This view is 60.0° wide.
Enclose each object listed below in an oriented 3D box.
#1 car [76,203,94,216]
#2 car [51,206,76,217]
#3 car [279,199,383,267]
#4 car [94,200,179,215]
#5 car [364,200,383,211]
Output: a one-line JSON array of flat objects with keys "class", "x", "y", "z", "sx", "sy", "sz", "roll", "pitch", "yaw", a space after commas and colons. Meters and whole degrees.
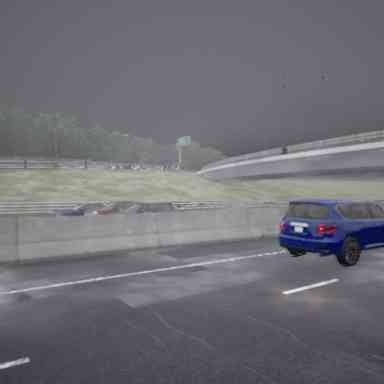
[{"class": "car", "x": -4.874, "y": 1.362, "z": 21.891, "sx": 4.553, "sy": 1.767, "sz": 2.097, "roll": 0, "pitch": 0, "yaw": -35}, {"class": "car", "x": -7.727, "y": 1.527, "z": 24.175, "sx": 4.674, "sy": 1.442, "sz": 1.812, "roll": 0, "pitch": 0, "yaw": -35}, {"class": "car", "x": 5.503, "y": 1.260, "z": 11.791, "sx": 5.566, "sy": 2.045, "sz": 2.150, "roll": 0, "pitch": 0, "yaw": -35}, {"class": "car", "x": -2.866, "y": 1.366, "z": 19.024, "sx": 4.553, "sy": 1.767, "sz": 2.097, "roll": 0, "pitch": 0, "yaw": -35}, {"class": "car", "x": 26.870, "y": 1.923, "z": 47.845, "sx": 4.181, "sy": 1.385, "sz": 1.994, "roll": 1, "pitch": 0, "yaw": -34}]
